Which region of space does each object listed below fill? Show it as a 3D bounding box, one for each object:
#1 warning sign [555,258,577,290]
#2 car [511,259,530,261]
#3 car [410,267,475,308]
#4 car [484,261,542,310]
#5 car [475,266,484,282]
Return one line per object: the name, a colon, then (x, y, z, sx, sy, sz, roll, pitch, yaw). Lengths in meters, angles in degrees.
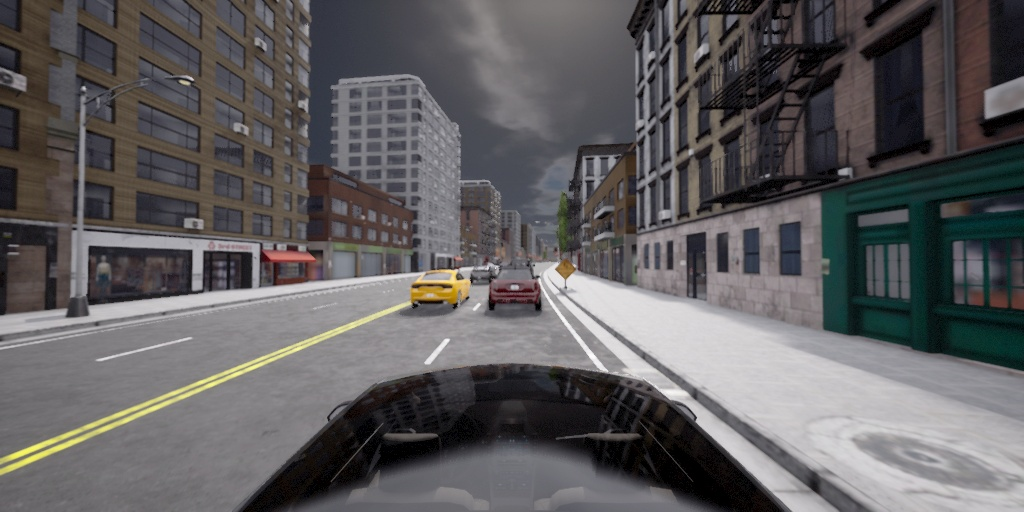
warning sign: (3.192, 1.066, 21.273, 1.300, 1.860, 1.060, 0, 0, 2)
car: (0.773, 1.274, 30.512, 2.150, 2.045, 5.566, 0, -1, 3)
car: (-3.065, 1.374, 16.214, 1.882, 1.535, 5.008, 0, 0, 2)
car: (0.167, 1.241, 15.746, 2.097, 1.767, 4.553, 0, -1, 2)
car: (-2.448, 1.556, 30.989, 2.128, 1.511, 4.902, 0, -1, 3)
